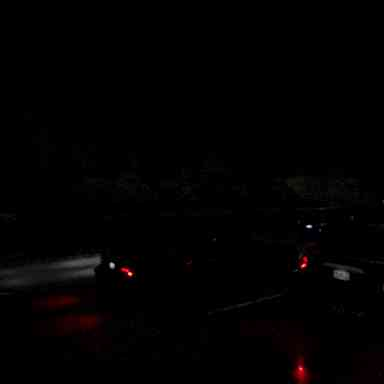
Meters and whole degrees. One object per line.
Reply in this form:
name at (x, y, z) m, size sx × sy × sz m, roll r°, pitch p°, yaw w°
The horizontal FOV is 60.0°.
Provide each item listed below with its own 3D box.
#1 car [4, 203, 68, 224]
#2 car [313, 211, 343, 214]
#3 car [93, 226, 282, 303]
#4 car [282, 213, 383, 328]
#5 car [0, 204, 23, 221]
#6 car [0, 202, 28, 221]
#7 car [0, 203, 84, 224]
car at (-11.957, 1.606, 25.556) m, size 4.181 × 1.385 × 1.994 m, roll 1°, pitch 0°, yaw -35°
car at (7.435, 1.703, 17.650) m, size 4.181 × 1.385 × 1.994 m, roll 1°, pitch 0°, yaw -36°
car at (0.389, 1.591, 8.316) m, size 5.357 × 1.411 × 2.033 m, roll 1°, pitch 0°, yaw -35°
car at (4.208, 1.414, 6.749) m, size 4.553 × 1.767 × 2.097 m, roll 1°, pitch 0°, yaw -36°
car at (-11.638, 1.529, 17.186) m, size 4.674 × 1.442 × 1.812 m, roll 1°, pitch 0°, yaw -35°
car at (-16.317, 1.565, 26.747) m, size 5.357 × 1.411 × 2.033 m, roll 1°, pitch 0°, yaw -35°
car at (-10.204, 1.587, 22.508) m, size 5.357 × 1.411 × 2.033 m, roll 1°, pitch 0°, yaw -35°
